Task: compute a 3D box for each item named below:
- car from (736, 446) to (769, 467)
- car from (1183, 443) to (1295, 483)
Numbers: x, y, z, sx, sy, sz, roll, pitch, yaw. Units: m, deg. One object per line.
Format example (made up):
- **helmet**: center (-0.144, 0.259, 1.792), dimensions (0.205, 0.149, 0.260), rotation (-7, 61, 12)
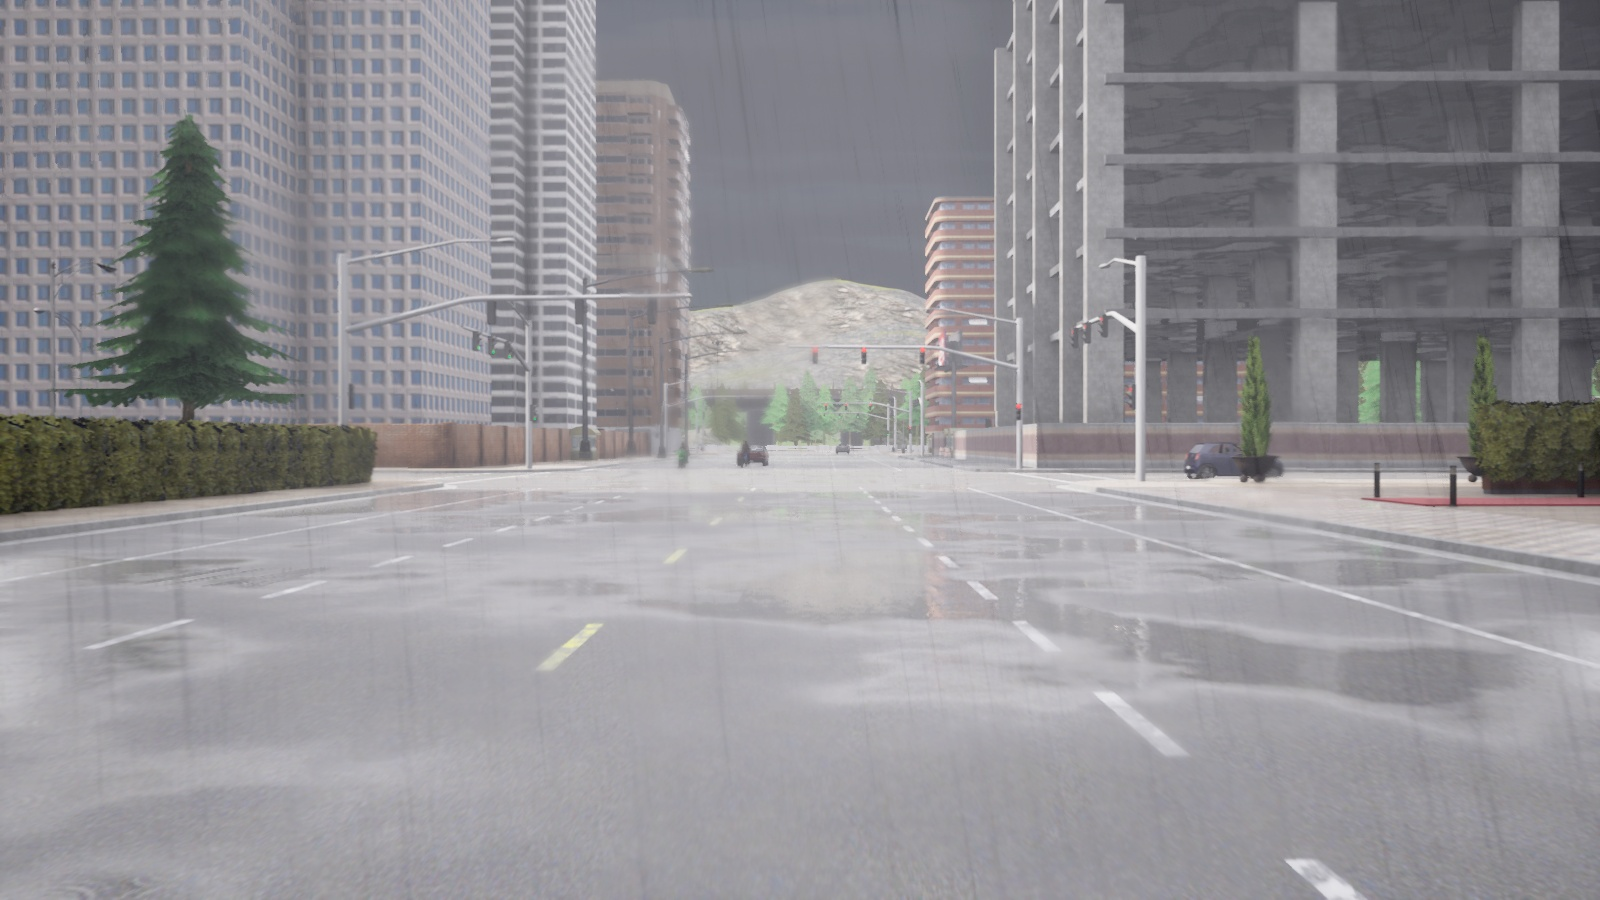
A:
- **car**: center (-3.059, 0.384, 81.687), dimensions (1.895, 1.301, 4.718), rotation (0, 0, 1)
- **car**: center (16.865, 0.501, 48.370), dimensions (3.633, 1.501, 1.845), rotation (0, 0, 0)
